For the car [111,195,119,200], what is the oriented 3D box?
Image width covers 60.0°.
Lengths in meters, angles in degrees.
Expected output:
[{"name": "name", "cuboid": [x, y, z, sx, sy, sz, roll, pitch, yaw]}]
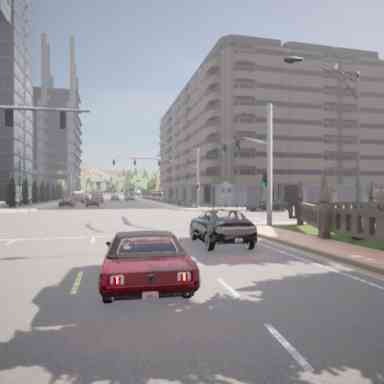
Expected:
[{"name": "car", "cuboid": [-20.536, 1.498, 88.376, 1.994, 1.385, 4.181, 0, 0, -14]}]

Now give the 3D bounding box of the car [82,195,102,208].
[{"name": "car", "cuboid": [-14.704, 1.572, 49.236, 1.895, 1.301, 4.718, 0, 0, -13]}]

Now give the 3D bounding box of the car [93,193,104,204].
[{"name": "car", "cuboid": [-18.355, 1.185, 64.534, 2.150, 2.045, 5.566, 0, 0, -13]}]

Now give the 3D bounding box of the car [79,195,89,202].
[{"name": "car", "cuboid": [-25.322, 1.406, 78.437, 1.882, 1.535, 5.008, 0, 0, -14]}]

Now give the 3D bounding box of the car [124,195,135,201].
[{"name": "car", "cuboid": [-14.764, 1.546, 79.457, 1.895, 1.301, 4.718, 0, 0, -14]}]

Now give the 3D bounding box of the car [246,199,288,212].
[{"name": "car", "cuboid": [8.583, 1.539, 38.166, 4.892, 1.490, 1.837, 0, 0, -14]}]

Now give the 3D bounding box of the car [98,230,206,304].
[{"name": "car", "cuboid": [-1.173, 1.596, 8.229, 1.895, 1.301, 4.718, 0, 0, -11]}]

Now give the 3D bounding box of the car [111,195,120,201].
[{"name": "car", "cuboid": [-18.155, 1.504, 78.589, 1.994, 1.385, 4.181, 0, 0, -14]}]

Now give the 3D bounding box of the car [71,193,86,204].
[{"name": "car", "cuboid": [-21.579, 1.185, 62.966, 2.150, 2.045, 5.566, 0, 0, -13]}]

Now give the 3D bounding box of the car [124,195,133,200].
[{"name": "car", "cuboid": [-17.135, 1.485, 89.204, 2.033, 1.411, 5.357, 0, 0, -14]}]

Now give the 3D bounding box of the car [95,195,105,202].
[{"name": "car", "cuboid": [-21.996, 1.450, 79.570, 2.128, 1.511, 4.902, 0, 0, -14]}]

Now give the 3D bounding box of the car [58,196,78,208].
[{"name": "car", "cuboid": [-17.989, 1.573, 47.930, 1.895, 1.301, 4.718, 0, 0, -14]}]

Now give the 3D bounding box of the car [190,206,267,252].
[{"name": "car", "cuboid": [1.155, 1.484, 14.081, 2.128, 1.511, 4.902, 0, 0, -12]}]
